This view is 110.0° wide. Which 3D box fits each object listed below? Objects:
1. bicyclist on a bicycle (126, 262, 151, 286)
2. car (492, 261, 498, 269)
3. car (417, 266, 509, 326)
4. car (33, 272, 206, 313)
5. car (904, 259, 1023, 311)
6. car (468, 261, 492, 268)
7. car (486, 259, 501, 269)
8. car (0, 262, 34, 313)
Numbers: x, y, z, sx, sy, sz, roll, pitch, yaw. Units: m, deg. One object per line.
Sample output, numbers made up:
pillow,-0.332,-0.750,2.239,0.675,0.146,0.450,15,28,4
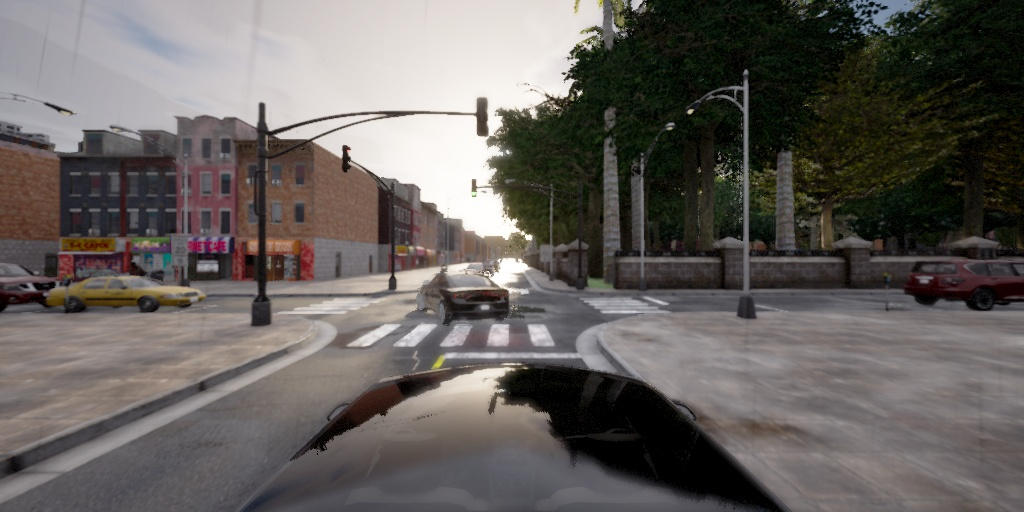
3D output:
bicyclist on a bicycle,-20.134,1.140,19.207,0.582,1.620,1.656,0,0,0
car,-2.820,1.445,37.510,1.895,1.301,4.718,0,0,0
car,-1.809,1.254,12.090,1.882,1.535,5.008,1,0,-26
car,-14.433,1.332,13.564,4.829,1.417,1.751,0,0,0
car,18.007,1.044,13.588,5.009,1.841,2.192,0,0,0
car,-2.844,1.346,28.427,1.812,1.442,4.674,0,0,0
car,-2.769,1.224,47.587,2.097,1.767,4.553,0,0,1
car,-20.054,1.135,13.560,5.009,1.841,2.192,0,0,0
